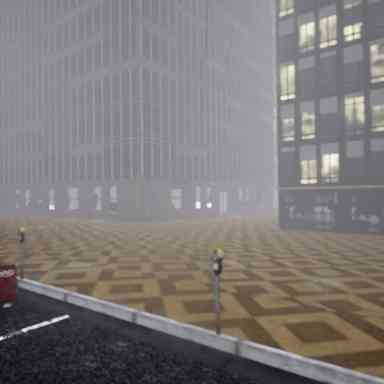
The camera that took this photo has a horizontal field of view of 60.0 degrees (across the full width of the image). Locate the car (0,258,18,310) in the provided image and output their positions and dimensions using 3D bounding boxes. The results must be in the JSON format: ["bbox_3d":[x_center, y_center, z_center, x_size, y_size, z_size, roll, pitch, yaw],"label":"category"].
[{"bbox_3d":[-5.242,1.583,6.621,4.507,1.381,1.887,0,-1,35],"label":"car"}]
